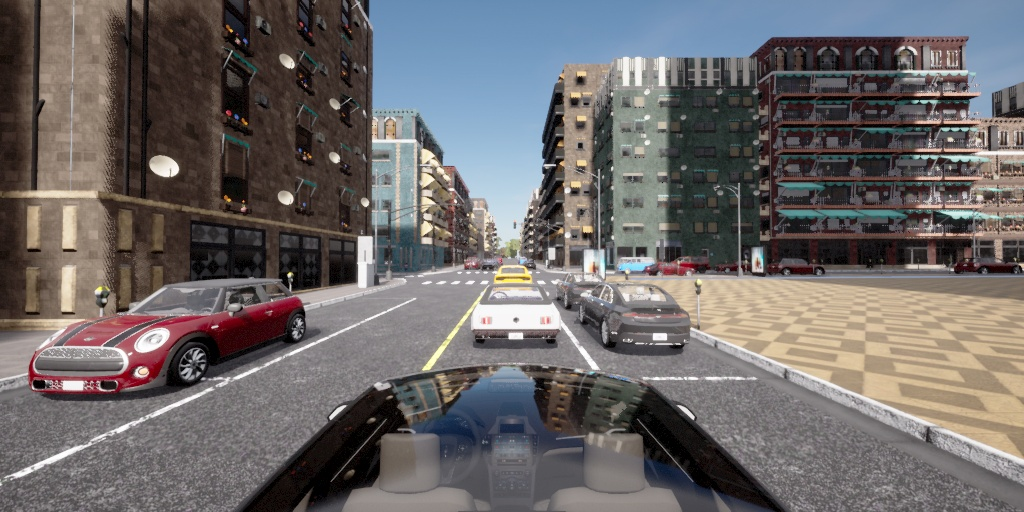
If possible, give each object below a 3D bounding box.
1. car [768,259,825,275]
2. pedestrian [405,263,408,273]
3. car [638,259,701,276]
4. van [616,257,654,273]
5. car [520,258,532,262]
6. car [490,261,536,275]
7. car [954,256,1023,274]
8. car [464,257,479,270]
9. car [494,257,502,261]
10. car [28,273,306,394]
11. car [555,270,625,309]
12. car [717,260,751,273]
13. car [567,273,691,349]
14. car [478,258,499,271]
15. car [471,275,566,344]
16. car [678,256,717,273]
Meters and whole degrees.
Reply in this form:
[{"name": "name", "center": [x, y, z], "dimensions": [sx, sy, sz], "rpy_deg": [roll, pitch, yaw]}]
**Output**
[{"name": "car", "center": [24.696, 0.936, 31.170], "dimensions": [4.097, 1.591, 1.967], "rpy_deg": [0, 0, 0]}, {"name": "pedestrian", "center": [-12.623, 1.097, 42.694], "dimensions": [0.375, 1.860, 0.375], "rpy_deg": [0, 0, 0]}, {"name": "car", "center": [13.640, 1.163, 31.224], "dimensions": [4.207, 1.307, 1.802], "rpy_deg": [0, 0, 0]}, {"name": "van", "center": [13.683, 1.046, 39.604], "dimensions": [3.998, 1.789, 1.690], "rpy_deg": [0, 0, 0]}, {"name": "car", "center": [2.574, 1.334, 52.764], "dimensions": [1.948, 1.339, 4.313], "rpy_deg": [0, 0, 0]}, {"name": "car", "center": [0.053, 1.233, 19.038], "dimensions": [1.882, 1.535, 5.008], "rpy_deg": [0, 0, 0]}, {"name": "car", "center": [41.277, 0.812, 31.089], "dimensions": [4.097, 1.591, 1.967], "rpy_deg": [0, 0, 0]}, {"name": "car", "center": [-5.807, 1.083, 52.785], "dimensions": [2.192, 1.841, 5.009], "rpy_deg": [0, 0, 0]}, {"name": "car", "center": [-3.218, 1.319, 60.148], "dimensions": [2.033, 1.411, 5.357], "rpy_deg": [0, 0, 0]}, {"name": "car", "center": [-5.830, 1.191, 6.747], "dimensions": [1.967, 1.591, 4.097], "rpy_deg": [0, 0, 0]}, {"name": "car", "center": [2.791, 1.304, 14.572], "dimensions": [2.007, 1.370, 4.403], "rpy_deg": [0, 0, 0]}, {"name": "car", "center": [24.739, 1.165, 39.550], "dimensions": [4.507, 1.381, 1.888], "rpy_deg": [0, 0, 0]}, {"name": "car", "center": [2.804, 1.303, 9.002], "dimensions": [2.007, 1.370, 4.403], "rpy_deg": [0, 0, 0]}, {"name": "car", "center": [-3.228, 1.368, 50.455], "dimensions": [1.895, 1.301, 4.718], "rpy_deg": [0, 0, 1]}, {"name": "car", "center": [0.081, 1.353, 9.585], "dimensions": [1.895, 1.301, 4.718], "rpy_deg": [0, 0, 0]}, {"name": "car", "center": [19.211, 0.977, 39.577], "dimensions": [5.009, 1.841, 2.192], "rpy_deg": [0, 0, 0]}]
